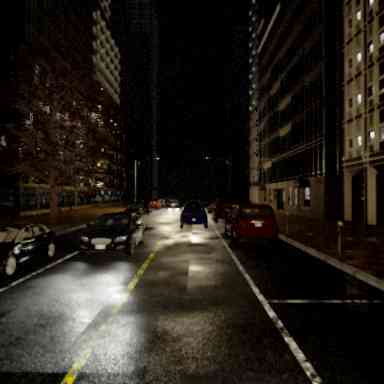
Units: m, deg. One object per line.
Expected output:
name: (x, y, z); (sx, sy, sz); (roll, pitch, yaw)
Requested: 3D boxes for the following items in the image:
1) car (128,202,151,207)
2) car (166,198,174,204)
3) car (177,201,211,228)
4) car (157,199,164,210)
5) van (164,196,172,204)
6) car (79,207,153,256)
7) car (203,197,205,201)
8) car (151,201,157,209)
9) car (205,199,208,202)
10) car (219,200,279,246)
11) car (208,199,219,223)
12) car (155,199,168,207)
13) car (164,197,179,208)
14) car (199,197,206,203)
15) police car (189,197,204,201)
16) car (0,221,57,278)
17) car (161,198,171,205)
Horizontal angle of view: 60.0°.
car: (-5.653, 1.821, 33.069); (2.008, 1.369, 4.403); (0, 0, 0)
car: (-5.598, 2.234, 84.298); (1.802, 1.307, 4.206); (0, 0, 0)
car: (0.126, 1.676, 24.050); (1.882, 1.535, 5.008); (0, -1, 0)
car: (-5.634, 1.983, 50.144); (1.802, 1.307, 4.206); (0, 0, 0)
van: (-5.603, 1.953, 78.608); (1.690, 1.788, 3.998); (0, 0, 0)
car: (-3.086, 1.606, 13.679); (2.128, 1.511, 4.902); (0, 0, 0)
car: (2.764, 2.095, 67.200); (1.947, 1.339, 4.313); (0, 0, 0)
car: (-5.647, 1.881, 38.762); (1.947, 1.339, 4.313); (0, 0, 0)
car: (2.734, 1.841, 38.910); (1.752, 1.417, 4.829); (0, 0, 0)
car: (2.711, 1.448, 15.974); (2.192, 1.841, 5.009); (0, 0, 0)
car: (2.723, 1.540, 27.359); (2.192, 1.841, 5.009); (0, 0, 0)
car: (-5.623, 2.037, 61.530); (2.008, 1.369, 4.403); (0, 0, 0)
car: (-3.008, 1.934, 55.656); (2.128, 1.511, 4.902); (0, 0, 0)
car: (2.789, 2.133, 89.967); (1.967, 1.590, 4.097); (0, 0, 0)
police car: (0.141, 1.763, 41.771); (1.930, 1.638, 5.238); (0, -1, 0)
car: (-5.677, 1.637, 10.301); (2.008, 1.369, 4.403); (0, 0, 0)
car: (-5.610, 2.115, 72.914); (1.887, 1.381, 4.507); (0, 0, 0)
